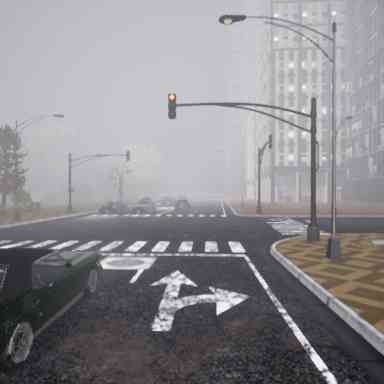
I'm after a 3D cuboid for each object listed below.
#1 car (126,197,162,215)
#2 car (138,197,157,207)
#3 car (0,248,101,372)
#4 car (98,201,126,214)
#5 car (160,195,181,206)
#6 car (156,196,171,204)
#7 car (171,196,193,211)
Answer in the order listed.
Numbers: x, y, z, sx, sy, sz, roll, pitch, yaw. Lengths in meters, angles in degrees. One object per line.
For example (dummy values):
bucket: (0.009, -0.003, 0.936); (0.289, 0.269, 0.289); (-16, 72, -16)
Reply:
car: (-4.885, 1.522, 34.364); (2.033, 1.411, 5.357); (0, 0, 5)
car: (-6.785, 1.492, 51.214); (1.812, 1.442, 4.674); (0, 0, 5)
car: (-3.044, 1.597, 5.602); (1.895, 1.301, 4.718); (0, 0, 1)
car: (-8.121, 1.575, 34.658); (1.895, 1.301, 4.718); (0, 0, 5)
car: (-3.464, 1.460, 52.059); (2.128, 1.511, 4.902); (0, 0, 5)
car: (-5.572, 1.512, 65.655); (2.033, 1.411, 5.357); (0, 0, 5)
car: (-0.979, 1.499, 39.893); (1.812, 1.442, 4.674); (0, 0, 5)
